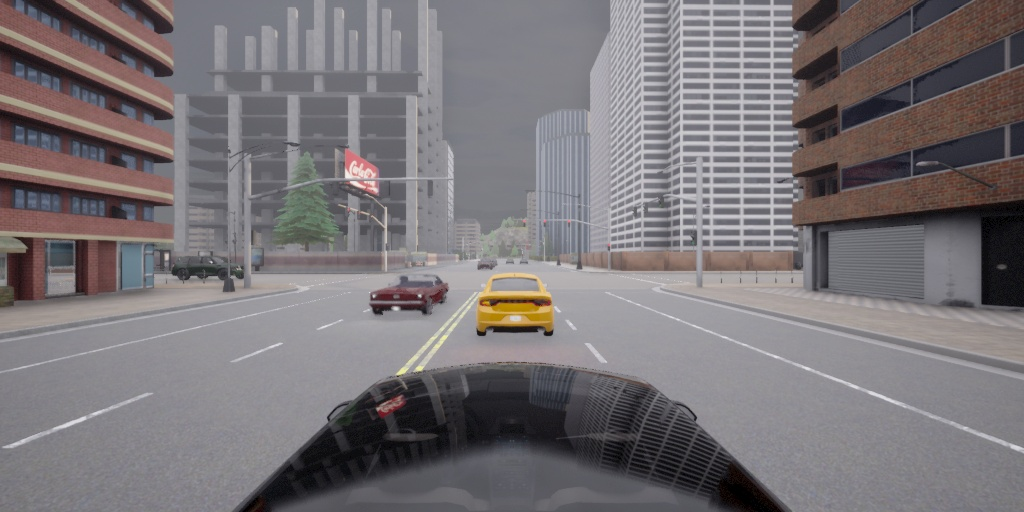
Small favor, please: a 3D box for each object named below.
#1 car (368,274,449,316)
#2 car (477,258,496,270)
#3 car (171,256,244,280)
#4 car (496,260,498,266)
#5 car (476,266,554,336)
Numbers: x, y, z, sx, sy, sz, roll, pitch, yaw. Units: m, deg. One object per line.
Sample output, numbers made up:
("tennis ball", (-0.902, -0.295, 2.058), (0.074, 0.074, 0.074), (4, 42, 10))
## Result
("car", (-3.658, 1.355, 13.503), (1.895, 1.301, 4.718), (0, 0, 0))
("car", (-3.870, 1.119, 52.694), (2.097, 1.767, 4.553), (0, 0, 0))
("car", (-25.308, 0.982, 30.253), (5.566, 2.045, 2.150), (0, 0, -1))
("car", (-3.898, 1.262, 62.583), (2.128, 1.511, 4.902), (0, 0, 0))
("car", (0.064, 1.230, 10.423), (1.882, 1.535, 5.008), (0, 0, 0))
